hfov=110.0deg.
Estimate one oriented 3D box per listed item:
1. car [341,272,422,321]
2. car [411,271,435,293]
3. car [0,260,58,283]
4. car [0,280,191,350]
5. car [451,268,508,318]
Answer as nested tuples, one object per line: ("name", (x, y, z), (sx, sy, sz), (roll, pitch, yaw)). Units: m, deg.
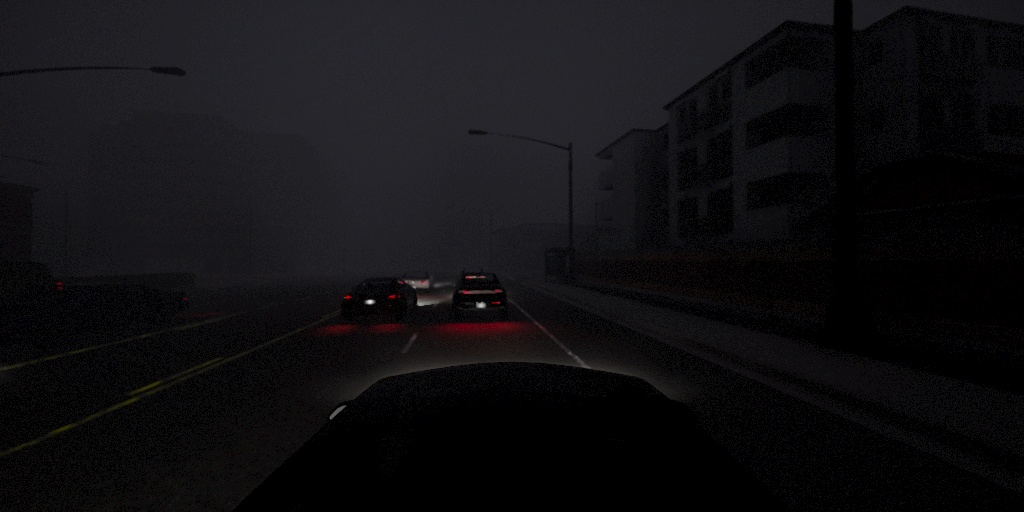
("car", (-4.754, 1.463, 13.368), (1.994, 1.385, 4.181), (0, -1, -7))
("car", (-6.030, 1.615, 22.936), (1.895, 1.301, 4.718), (0, -1, -8))
("car", (-14.919, 1.113, 8.862), (2.150, 2.045, 5.566), (0, -1, -7))
("car", (-11.492, 1.434, 9.668), (2.033, 1.411, 5.357), (0, -1, -7))
("car", (-1.269, 1.381, 13.706), (2.128, 1.511, 4.902), (0, -1, -7))
